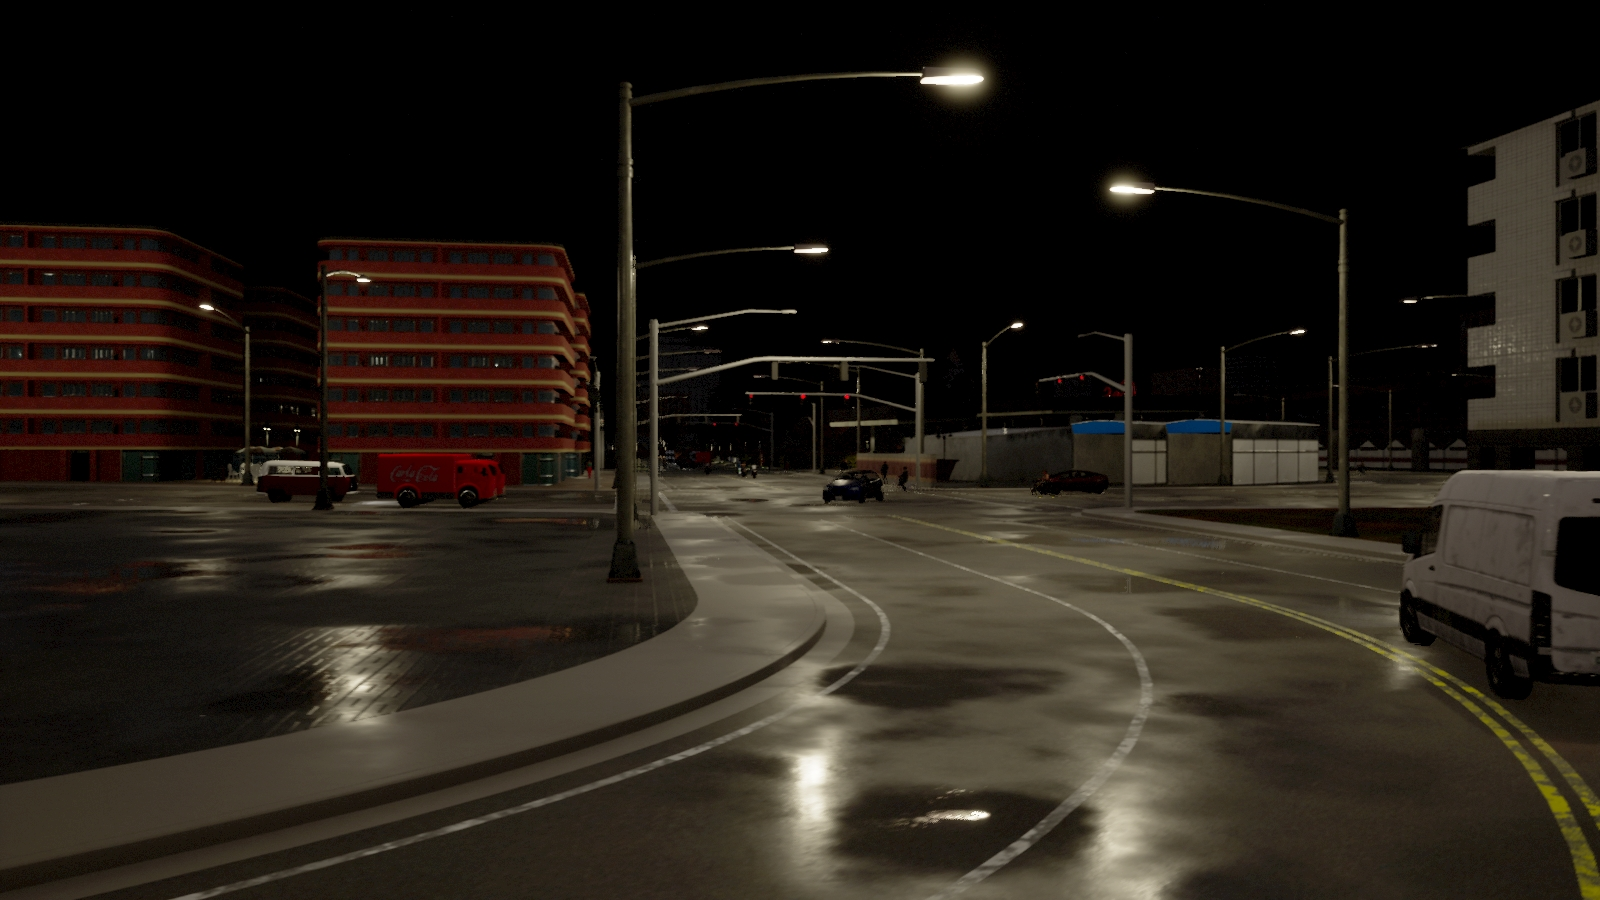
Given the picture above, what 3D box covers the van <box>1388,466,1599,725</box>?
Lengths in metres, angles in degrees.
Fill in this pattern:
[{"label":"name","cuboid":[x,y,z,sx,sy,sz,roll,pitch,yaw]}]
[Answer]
[{"label":"van","cuboid":[9.276,1.529,14.410,1.988,2.561,5.915,0,0,14]}]
